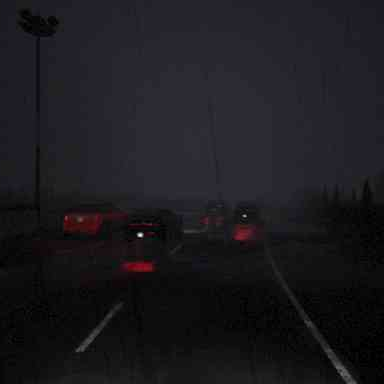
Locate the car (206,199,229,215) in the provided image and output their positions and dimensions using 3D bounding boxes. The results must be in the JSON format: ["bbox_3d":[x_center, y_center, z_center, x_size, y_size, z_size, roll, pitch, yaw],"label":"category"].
[{"bbox_3d":[2.654,1.470,33.719,2.128,1.511,4.902,0,0,14],"label":"car"}]

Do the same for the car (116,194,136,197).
[{"bbox_3d":[-9.016,0.903,44.935,2.097,1.767,4.553,0,0,15],"label":"car"}]

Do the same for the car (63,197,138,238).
[{"bbox_3d":[-4.828,1.321,17.688,2.097,1.767,4.553,0,0,11],"label":"car"}]

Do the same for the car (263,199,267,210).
[{"bbox_3d":[8.457,1.515,42.288,1.812,1.442,4.674,0,0,14],"label":"car"}]

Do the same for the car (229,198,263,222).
[{"bbox_3d":[4.378,1.493,26.306,1.837,1.490,4.892,0,0,14],"label":"car"}]

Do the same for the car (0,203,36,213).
[{"bbox_3d":[-11.560,1.453,20.763,1.837,1.490,4.892,0,-1,13],"label":"car"}]

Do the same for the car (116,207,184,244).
[{"bbox_3d":[-1.652,1.486,15.881,1.837,1.490,4.892,0,0,11],"label":"car"}]
